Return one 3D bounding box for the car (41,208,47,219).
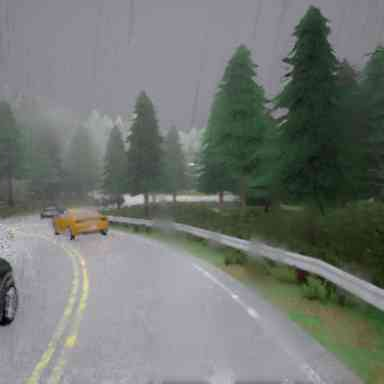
[{"bbox_3d":[-15.360,2.218,37.586,1.994,1.385,4.181,-1,1,0],"label":"car"}]

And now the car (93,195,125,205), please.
[{"bbox_3d":[-13.017,1.283,52.670,2.150,2.045,5.566,2,4,32],"label":"car"}]

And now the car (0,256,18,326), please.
[{"bbox_3d":[-3.900,1.466,4.126,2.097,1.767,4.553,-2,0,-12],"label":"car"}]

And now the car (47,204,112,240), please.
[{"bbox_3d":[-6.302,1.658,18.480,1.882,1.535,5.008,-4,0,-35],"label":"car"}]
